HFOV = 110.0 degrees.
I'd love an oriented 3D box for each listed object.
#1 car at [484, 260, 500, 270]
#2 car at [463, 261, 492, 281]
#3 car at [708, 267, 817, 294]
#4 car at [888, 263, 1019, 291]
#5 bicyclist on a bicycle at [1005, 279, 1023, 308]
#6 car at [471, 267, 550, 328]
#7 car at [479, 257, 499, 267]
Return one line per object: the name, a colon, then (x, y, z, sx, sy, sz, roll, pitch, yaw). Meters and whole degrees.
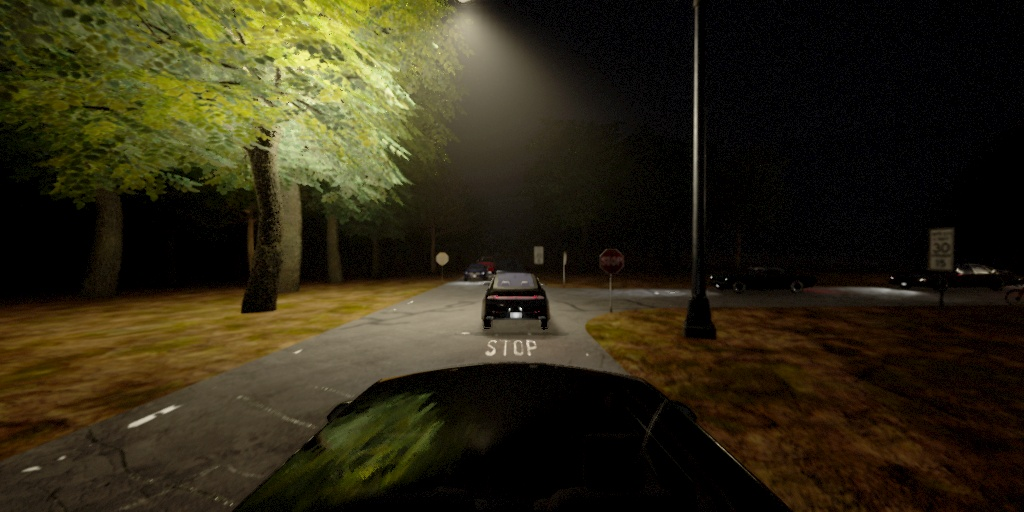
car: (-3.056, 1.404, 56.312, 2.128, 1.511, 4.902, 0, 0, 1)
car: (-3.093, 1.395, 31.705, 1.812, 1.442, 4.674, 0, 0, 0)
car: (13.242, 1.254, 19.232, 4.718, 1.301, 1.895, -1, 1, 2)
car: (23.493, 1.070, 19.147, 5.357, 1.411, 2.033, -1, 1, -2)
bicyclist on a bicycle: (18.547, 1.110, 12.667, 0.582, 1.620, 1.656, -1, -1, 0)
car: (0.101, 1.292, 11.527, 2.128, 1.511, 4.902, 0, 0, 0)
car: (-3.082, 1.121, 43.307, 2.150, 2.045, 5.566, 0, 0, 0)
